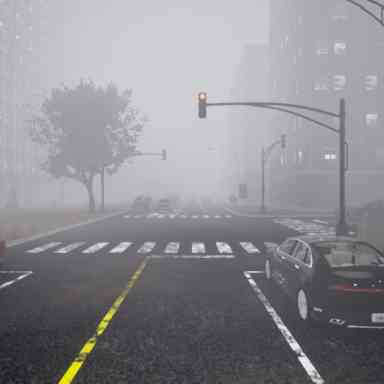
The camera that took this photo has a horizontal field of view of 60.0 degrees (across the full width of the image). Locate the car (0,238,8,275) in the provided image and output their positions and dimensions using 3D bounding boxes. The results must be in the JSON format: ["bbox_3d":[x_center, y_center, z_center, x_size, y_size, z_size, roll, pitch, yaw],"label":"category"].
[{"bbox_3d":[-5.692,1.544,6.900,1.887,1.381,4.507,0,0,0],"label":"car"}]

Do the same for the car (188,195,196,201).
[{"bbox_3d":[-0.015,1.432,79.033,1.812,1.442,4.674,0,0,0],"label":"car"}]

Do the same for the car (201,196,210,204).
[{"bbox_3d":[2.676,1.566,67.074,1.752,1.417,4.829,0,0,0],"label":"car"}]

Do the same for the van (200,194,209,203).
[{"bbox_3d":[2.674,1.389,72.428,1.690,1.788,3.998,0,0,0],"label":"van"}]

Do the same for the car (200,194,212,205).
[{"bbox_3d":[2.677,1.599,61.381,1.947,1.339,4.313,0,0,0],"label":"car"}]

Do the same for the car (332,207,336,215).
[{"bbox_3d":[13.421,1.345,26.310,4.403,1.369,2.008,-1,1,-1],"label":"car"}]

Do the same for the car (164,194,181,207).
[{"bbox_3d":[-3.104,1.513,48.140,2.128,1.511,4.902,0,0,0],"label":"car"}]

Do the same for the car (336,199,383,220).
[{"bbox_3d":[13.288,1.304,23.699,4.892,1.490,1.837,0,0,-2],"label":"car"}]

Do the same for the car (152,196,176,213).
[{"bbox_3d":[-3.106,1.518,37.933,1.837,1.490,4.892,0,0,0],"label":"car"}]

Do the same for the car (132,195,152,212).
[{"bbox_3d":[-5.700,1.329,39.288,2.192,1.841,5.009,0,0,0],"label":"car"}]

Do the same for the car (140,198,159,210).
[{"bbox_3d":[-5.701,1.584,44.811,1.947,1.339,4.313,0,0,0],"label":"car"}]

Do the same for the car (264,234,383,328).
[{"bbox_3d":[2.688,1.550,6.902,2.008,1.369,4.403,0,0,0],"label":"car"}]

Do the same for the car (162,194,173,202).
[{"bbox_3d":[-5.708,1.372,77.948,2.192,1.841,5.009,0,0,0],"label":"car"}]

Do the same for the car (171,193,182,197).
[{"bbox_3d":[-3.097,1.252,60.430,2.150,2.045,5.566,0,0,-1],"label":"car"}]

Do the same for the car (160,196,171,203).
[{"bbox_3d":[-5.706,1.614,72.426,1.947,1.339,4.313,0,0,0],"label":"car"}]

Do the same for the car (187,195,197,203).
[{"bbox_3d":[-0.015,1.644,69.056,1.895,1.301,4.718,0,0,0],"label":"car"}]
